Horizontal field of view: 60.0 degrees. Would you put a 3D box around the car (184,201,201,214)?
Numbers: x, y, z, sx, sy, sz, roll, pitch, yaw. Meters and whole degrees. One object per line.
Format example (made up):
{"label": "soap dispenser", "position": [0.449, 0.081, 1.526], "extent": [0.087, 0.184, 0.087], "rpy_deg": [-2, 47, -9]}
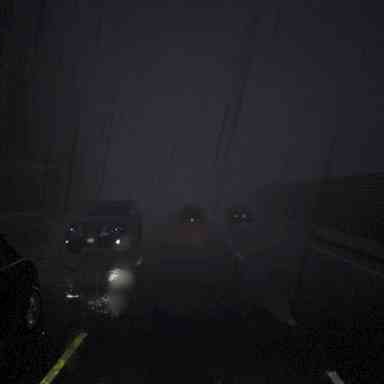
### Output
{"label": "car", "position": [0.075, 1.865, 40.477], "extent": [1.994, 1.385, 4.181], "rpy_deg": [0, 0, 0]}

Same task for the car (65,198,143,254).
{"label": "car", "position": [-3.514, 1.326, 14.362], "extent": [2.150, 2.045, 5.566], "rpy_deg": [0, 0, 0]}

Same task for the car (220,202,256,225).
{"label": "car", "position": [3.610, 1.738, 25.599], "extent": [2.033, 1.411, 5.357], "rpy_deg": [0, 0, 0]}

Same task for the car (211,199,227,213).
{"label": "car", "position": [3.581, 1.663, 41.862], "extent": [2.097, 1.767, 4.553], "rpy_deg": [0, 0, 0]}

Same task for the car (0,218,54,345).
{"label": "car", "position": [-3.597, 1.381, 3.759], "extent": [2.097, 1.767, 4.553], "rpy_deg": [0, 0, 0]}

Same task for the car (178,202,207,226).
{"label": "car", "position": [0.031, 1.693, 25.145], "extent": [1.837, 1.490, 4.892], "rpy_deg": [0, 0, 1]}

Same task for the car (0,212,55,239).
{"label": "car", "position": [-7.086, 1.606, 13.187], "extent": [1.837, 1.490, 4.892], "rpy_deg": [0, -1, 0]}
